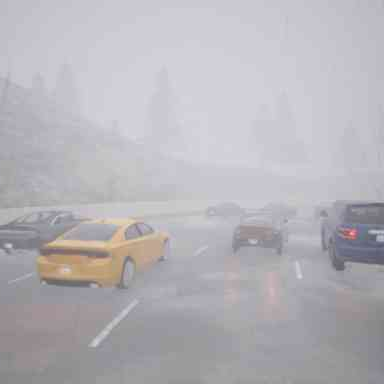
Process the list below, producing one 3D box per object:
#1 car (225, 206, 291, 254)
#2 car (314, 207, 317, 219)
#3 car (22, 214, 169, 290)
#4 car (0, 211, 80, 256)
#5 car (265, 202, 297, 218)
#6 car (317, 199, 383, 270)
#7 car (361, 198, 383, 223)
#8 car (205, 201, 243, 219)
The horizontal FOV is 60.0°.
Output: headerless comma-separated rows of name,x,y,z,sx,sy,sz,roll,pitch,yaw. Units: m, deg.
car,2.865,1.523,13.578,1.812,1.442,4.674,0,0,19
car,11.836,1.552,27.950,1.812,1.442,4.674,0,0,43
car,-2.061,1.455,9.189,1.882,1.535,5.008,0,0,12
car,-5.010,1.448,12.613,2.128,1.511,4.902,0,0,15
car,7.232,1.566,27.921,1.994,1.385,4.181,0,0,39
car,5.542,1.239,10.864,2.150,2.045,5.566,0,0,17
car,15.463,1.399,26.620,2.097,1.767,4.553,0,0,45
car,2.889,1.504,28.528,1.812,1.442,4.674,0,0,36
